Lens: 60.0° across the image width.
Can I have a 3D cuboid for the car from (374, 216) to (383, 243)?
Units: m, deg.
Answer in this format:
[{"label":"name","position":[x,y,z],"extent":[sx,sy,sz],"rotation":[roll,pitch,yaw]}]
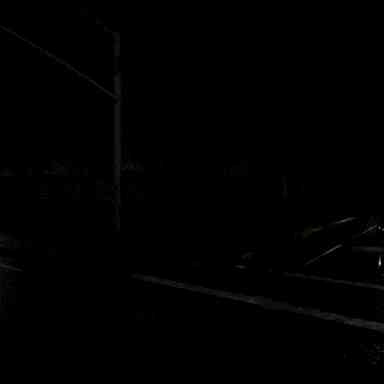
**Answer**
[{"label":"car","position":[9.680,1.466,15.217],"extent":[1.837,1.490,4.892],"rotation":[0,0,35]}]
